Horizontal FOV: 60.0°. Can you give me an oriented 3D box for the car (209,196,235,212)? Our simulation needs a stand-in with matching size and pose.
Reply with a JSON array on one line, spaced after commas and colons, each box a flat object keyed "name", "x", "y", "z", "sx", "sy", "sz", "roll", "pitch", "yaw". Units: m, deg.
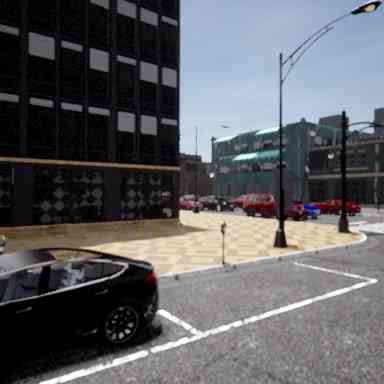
[{"name": "car", "x": 2.449, "y": 1.170, "z": 34.092, "sx": 1.837, "sy": 1.490, "sz": 4.892, "roll": 0, "pitch": 1, "yaw": -36}]

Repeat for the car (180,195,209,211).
[{"name": "car", "x": -0.585, "y": 1.216, "z": 33.858, "sx": 1.802, "sy": 1.307, "sz": 4.206, "roll": 1, "pitch": 0, "yaw": -36}]

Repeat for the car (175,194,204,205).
[{"name": "car", "x": -0.407, "y": 1.080, "z": 47.759, "sx": 2.008, "sy": 1.369, "sz": 4.403, "roll": 1, "pitch": 0, "yaw": -36}]

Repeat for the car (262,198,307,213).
[{"name": "car", "x": 9.452, "y": 1.320, "z": 34.356, "sx": 1.802, "sy": 1.307, "sz": 4.206, "roll": 1, "pitch": 0, "yaw": -36}]

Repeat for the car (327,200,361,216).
[{"name": "car", "x": 12.739, "y": 1.351, "z": 29.889, "sx": 1.887, "sy": 1.381, "sz": 4.507, "roll": 1, "pitch": 0, "yaw": -36}]

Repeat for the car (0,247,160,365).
[{"name": "car", "x": -2.516, "y": 1.565, "z": 4.761, "sx": 4.313, "sy": 1.339, "sz": 1.947, "roll": 0, "pitch": 0, "yaw": -36}]

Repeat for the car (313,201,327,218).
[{"name": "car", "x": 7.955, "y": 1.305, "z": 26.600, "sx": 1.812, "sy": 1.442, "sz": 4.674, "roll": 0, "pitch": 1, "yaw": -38}]

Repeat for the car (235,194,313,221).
[{"name": "car", "x": 5.994, "y": 1.086, "z": 24.923, "sx": 2.192, "sy": 1.841, "sz": 5.009, "roll": 1, "pitch": 0, "yaw": -36}]

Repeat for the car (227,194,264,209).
[{"name": "car", "x": 6.167, "y": 1.109, "z": 38.825, "sx": 1.967, "sy": 1.590, "sz": 4.097, "roll": 1, "pitch": 0, "yaw": -36}]

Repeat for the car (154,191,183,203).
[{"name": "car", "x": -3.688, "y": 0.773, "z": 52.226, "sx": 2.192, "sy": 1.841, "sz": 5.009, "roll": 1, "pitch": 0, "yaw": -36}]
